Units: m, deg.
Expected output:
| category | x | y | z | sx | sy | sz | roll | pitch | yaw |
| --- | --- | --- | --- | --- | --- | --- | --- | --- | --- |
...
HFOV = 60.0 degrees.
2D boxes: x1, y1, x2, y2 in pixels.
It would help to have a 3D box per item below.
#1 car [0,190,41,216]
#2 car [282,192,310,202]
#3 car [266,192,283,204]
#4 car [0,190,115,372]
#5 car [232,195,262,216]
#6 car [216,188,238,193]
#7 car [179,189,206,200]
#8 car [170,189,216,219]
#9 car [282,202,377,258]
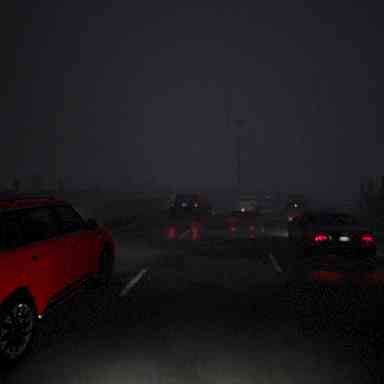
| category | x | y | z | sx | sy | sz | roll | pitch | yaw |
| --- | --- | --- | --- | --- | --- | --- | --- | --- | --- |
| car | -14.064 | 0.769 | 25.522 | 2.097 | 1.767 | 4.553 | 0 | 1 | 15 |
| car | 9.633 | 0.843 | 30.324 | 1.837 | 1.490 | 4.892 | 0 | 1 | 21 |
| car | 10.655 | 0.651 | 41.020 | 2.033 | 1.411 | 5.357 | 1 | 1 | 28 |
| car | -3.071 | 1.090 | 5.664 | 2.150 | 2.045 | 5.566 | 0 | 1 | 4 |
| car | 4.192 | 0.970 | 25.285 | 1.812 | 1.442 | 4.674 | 0 | 1 | 16 |
| car | 6.438 | 0.342 | 54.799 | 2.033 | 1.411 | 5.357 | 1 | 1 | 34 |
| car | 0.079 | 0.346 | 51.135 | 1.882 | 1.535 | 5.008 | 1 | 1 | 30 |
| car | 0.049 | 0.831 | 23.471 | 2.097 | 1.767 | 4.553 | 0 | 1 | 15 |
| car | 4.584 | 1.292 | 11.662 | 2.033 | 1.411 | 5.357 | 0 | 1 | 9 |
